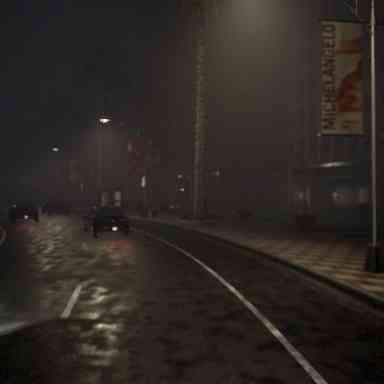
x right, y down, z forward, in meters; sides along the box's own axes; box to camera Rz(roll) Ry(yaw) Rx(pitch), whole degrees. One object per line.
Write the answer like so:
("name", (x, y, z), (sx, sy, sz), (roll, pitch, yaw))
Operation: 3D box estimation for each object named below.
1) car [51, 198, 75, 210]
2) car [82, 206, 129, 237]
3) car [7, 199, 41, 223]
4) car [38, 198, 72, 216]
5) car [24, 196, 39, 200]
("car", (-17.678, 1.590, 45.389), (2.231, 1.521, 4.892), (0, 0, -32))
("car", (-4.858, 1.540, 18.442), (1.837, 1.490, 4.892), (0, 0, -26))
("car", (-13.471, 1.581, 26.534), (1.837, 1.490, 4.892), (0, 0, -32))
("car", (-14.139, 1.563, 34.206), (1.882, 1.535, 5.008), (0, 0, -32))
("car", (-33.411, 1.547, 70.195), (2.185, 1.767, 4.553), (0, 0, -32))
